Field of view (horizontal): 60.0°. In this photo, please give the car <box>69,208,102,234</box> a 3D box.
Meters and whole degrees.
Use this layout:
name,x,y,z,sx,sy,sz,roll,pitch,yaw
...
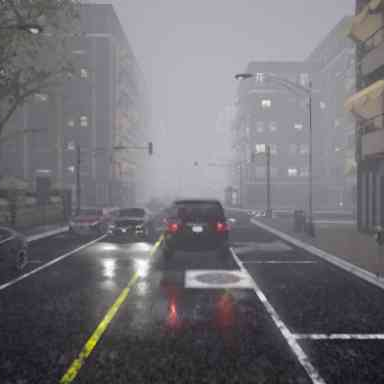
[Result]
name,x,y,z,sx,sy,sz,roll,pitch,yaw
car,-5.681,1.603,19.255,1.802,1.307,4.206,0,0,0

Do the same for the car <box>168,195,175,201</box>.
name,x,y,z,sx,sy,sz,roll,pitch,yaw
car,-5.635,1.633,90.966,1.752,1.417,4.829,0,0,0

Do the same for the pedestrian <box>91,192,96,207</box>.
name,x,y,z,sx,sy,sz,roll,pitch,yaw
pedestrian,-12.686,0.952,42.664,0.375,1.860,0.375,0,-1,-1

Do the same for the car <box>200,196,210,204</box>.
name,x,y,z,sx,sy,sz,roll,pitch,yaw
car,2.731,1.625,68.570,1.887,1.381,4.507,0,0,0

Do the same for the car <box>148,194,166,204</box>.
name,x,y,z,sx,sy,sz,roll,pitch,yaw
car,-5.661,1.499,51.666,1.967,1.590,4.097,0,0,0

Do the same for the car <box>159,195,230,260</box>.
name,x,y,z,sx,sy,sz,roll,pitch,yaw
car,0.116,1.232,12.639,2.150,2.045,5.566,0,-1,-1

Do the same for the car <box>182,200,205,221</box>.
name,x,y,z,sx,sy,sz,roll,pitch,yaw
car,0.119,1.510,28.994,1.882,1.535,5.008,0,0,0

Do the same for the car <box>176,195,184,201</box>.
name,x,y,z,sx,sy,sz,roll,pitch,yaw
car,-2.944,1.610,83.895,1.812,1.442,4.674,0,0,0

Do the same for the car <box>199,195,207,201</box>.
name,x,y,z,sx,sy,sz,roll,pitch,yaw
car,2.742,1.541,85.487,1.967,1.590,4.097,0,0,0

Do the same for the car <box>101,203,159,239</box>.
name,x,y,z,sx,sy,sz,roll,pitch,yaw
car,-3.055,1.526,17.434,1.837,1.490,4.892,0,-1,0

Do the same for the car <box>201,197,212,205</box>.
name,x,y,z,sx,sy,sz,roll,pitch,yaw
car,2.727,1.624,62.932,2.008,1.369,4.403,0,0,0

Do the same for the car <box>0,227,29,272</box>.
name,x,y,z,sx,sy,sz,roll,pitch,yaw
car,-5.688,1.575,8.185,1.947,1.339,4.313,0,0,0

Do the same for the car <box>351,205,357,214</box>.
name,x,y,z,sx,sy,sz,roll,pitch,yaw
car,21.420,1.868,40.093,4.097,1.590,1.967,1,-1,-1
